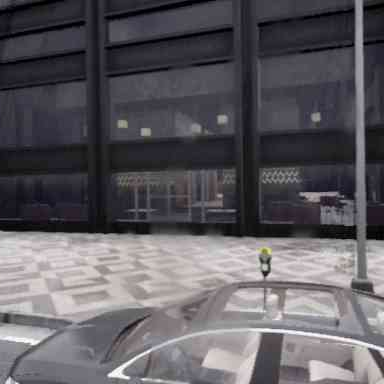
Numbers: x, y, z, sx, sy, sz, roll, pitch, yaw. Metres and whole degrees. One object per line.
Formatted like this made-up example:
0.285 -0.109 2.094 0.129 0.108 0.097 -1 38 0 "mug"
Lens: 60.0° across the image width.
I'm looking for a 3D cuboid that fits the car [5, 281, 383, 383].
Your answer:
0.484 1.515 2.832 4.403 1.369 2.008 -1 1 17 "car"
